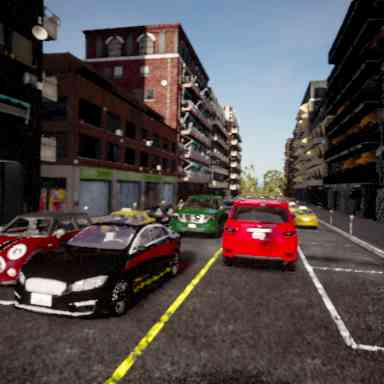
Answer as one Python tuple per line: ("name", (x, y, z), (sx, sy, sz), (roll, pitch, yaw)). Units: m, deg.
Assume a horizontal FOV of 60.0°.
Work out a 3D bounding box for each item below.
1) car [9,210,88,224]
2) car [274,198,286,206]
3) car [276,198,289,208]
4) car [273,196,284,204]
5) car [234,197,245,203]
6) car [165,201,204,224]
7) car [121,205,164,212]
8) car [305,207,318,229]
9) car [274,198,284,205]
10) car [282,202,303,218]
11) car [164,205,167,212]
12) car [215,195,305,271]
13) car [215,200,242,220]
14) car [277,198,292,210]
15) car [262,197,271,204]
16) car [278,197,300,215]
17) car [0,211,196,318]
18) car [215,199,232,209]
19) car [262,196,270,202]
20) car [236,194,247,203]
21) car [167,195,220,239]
("car", (-4.071, 1.283, 8.899), (1.967, 1.590, 4.097), (1, 0, 13))
("car", (17.529, 1.967, 66.356), (2.008, 1.369, 4.403), (1, 0, 13))
("car", (15.090, 1.802, 55.582), (1.967, 1.590, 4.097), (1, 0, 13))
("car", (19.974, 1.786, 77.131), (2.192, 1.841, 5.009), (1, 0, 13))
("car", (10.571, 1.720, 73.548), (2.008, 1.369, 4.403), (1, 0, 13))
("car", (-0.448, 1.448, 24.895), (1.752, 1.417, 4.829), (1, 0, 13))
("car", (-2.889, 1.394, 14.119), (1.752, 1.417, 4.829), (1, 0, 13))
("car", (7.773, 1.723, 23.428), (1.752, 1.417, 4.829), (1, 0, 13))
("car", (18.750, 2.010, 71.744), (1.947, 1.339, 4.313), (1, 0, 13))
("car", (10.255, 1.779, 34.194), (1.752, 1.417, 4.829), (1, 0, 13))
("car", (-1.632, 1.463, 19.673), (1.947, 1.339, 4.313), (1, 0, 13))
("car", (2.389, 1.274, 11.569), (2.150, 2.045, 5.566), (2, 0, 13))
("car", (3.337, 1.562, 29.749), (1.812, 1.442, 4.674), (2, 0, 13))
("car", (13.870, 1.775, 50.193), (1.967, 1.590, 4.097), (1, 0, 13))
("car", (16.699, 1.861, 74.788), (1.837, 1.490, 4.892), (2, 0, 13))
("car", (11.436, 1.595, 39.417), (2.192, 1.841, 5.009), (1, 0, 13))
("car", (-1.664, 1.417, 7.508), (2.128, 1.511, 4.902), (2, 0, 16))
("car", (4.470, 1.615, 46.611), (1.802, 1.307, 4.206), (1, 0, 13))
("car", (19.005, 1.793, 84.948), (1.837, 1.490, 4.892), (2, 0, 13))
("car", (11.795, 1.511, 78.936), (2.192, 1.841, 5.009), (1, 0, 13))
("car", (0.616, 1.197, 17.775), (2.150, 2.045, 5.566), (2, 0, 13))
